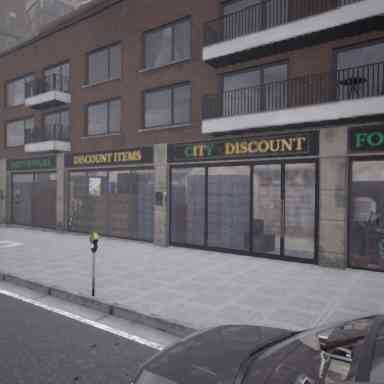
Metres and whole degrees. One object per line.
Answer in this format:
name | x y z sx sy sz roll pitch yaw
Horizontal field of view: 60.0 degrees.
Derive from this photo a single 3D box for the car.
car | 1.447 1.551 2.040 4.403 1.369 2.008 0 1 35
